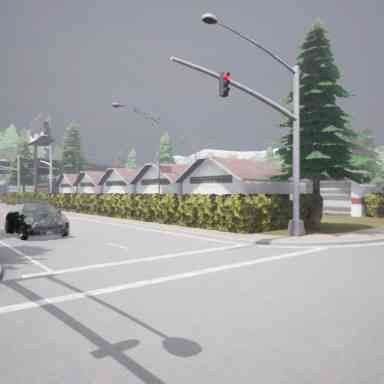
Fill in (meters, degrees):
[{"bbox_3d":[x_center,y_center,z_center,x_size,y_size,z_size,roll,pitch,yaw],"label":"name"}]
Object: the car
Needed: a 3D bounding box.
[{"bbox_3d":[-7.912,1.295,16.919,2.097,1.767,4.553,0,0,-40],"label":"car"}]
